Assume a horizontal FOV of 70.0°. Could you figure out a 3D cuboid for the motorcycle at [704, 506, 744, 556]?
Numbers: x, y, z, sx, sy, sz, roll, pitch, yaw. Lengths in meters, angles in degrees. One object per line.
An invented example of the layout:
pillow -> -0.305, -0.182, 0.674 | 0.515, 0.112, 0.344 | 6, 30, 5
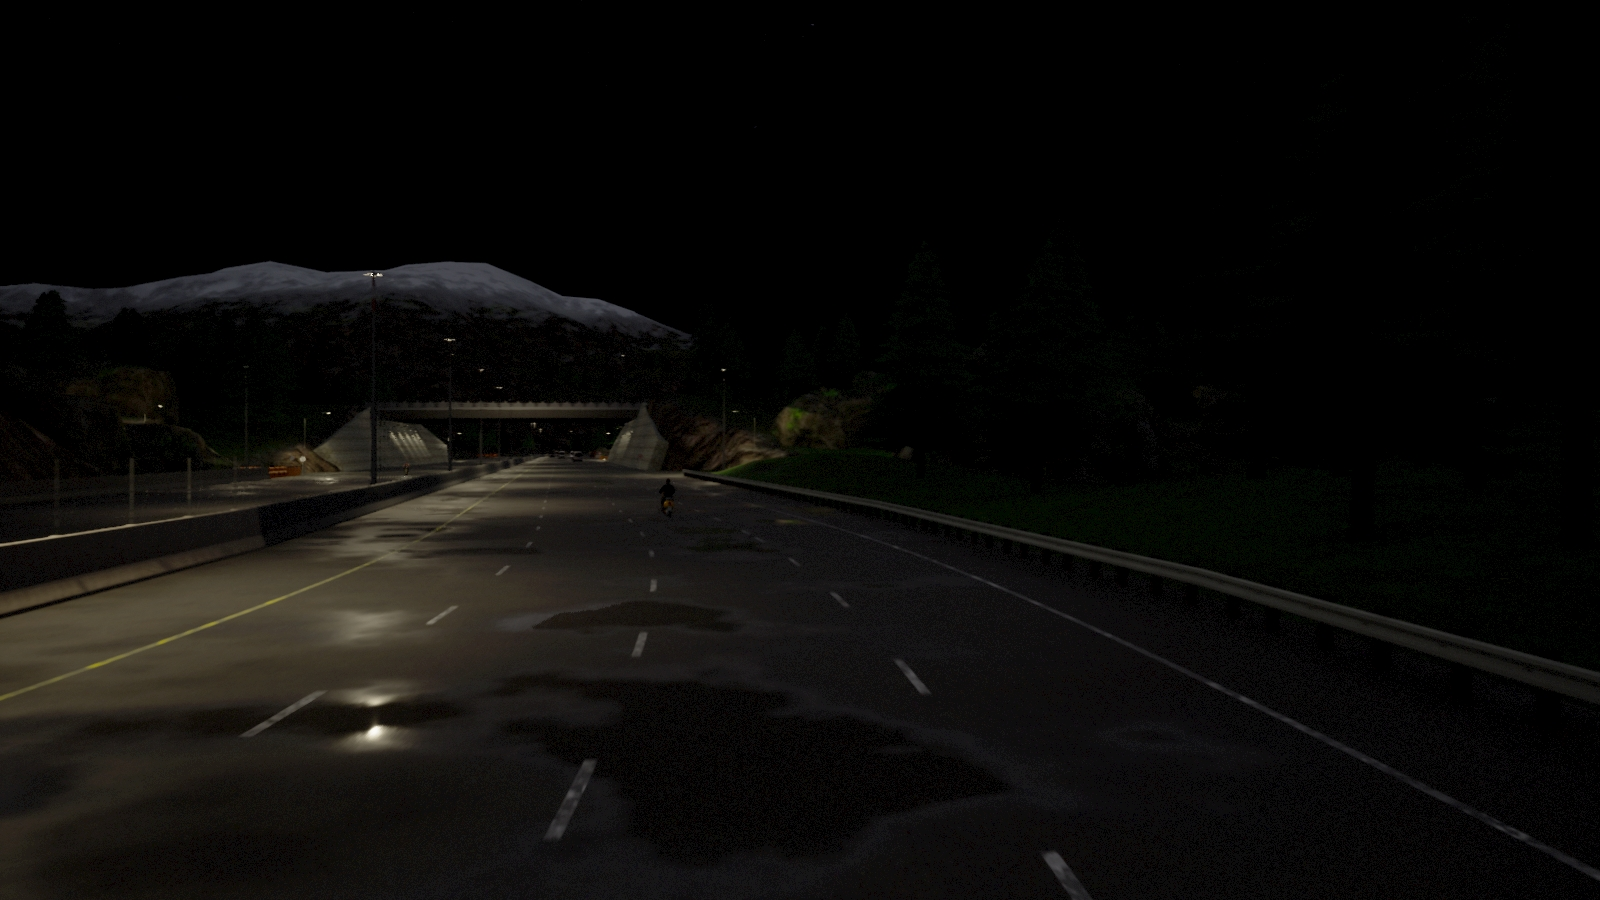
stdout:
motorcycle -> -2.096, 2.185, 31.201 | 0.856, 1.236, 1.805 | 0, 0, -12
